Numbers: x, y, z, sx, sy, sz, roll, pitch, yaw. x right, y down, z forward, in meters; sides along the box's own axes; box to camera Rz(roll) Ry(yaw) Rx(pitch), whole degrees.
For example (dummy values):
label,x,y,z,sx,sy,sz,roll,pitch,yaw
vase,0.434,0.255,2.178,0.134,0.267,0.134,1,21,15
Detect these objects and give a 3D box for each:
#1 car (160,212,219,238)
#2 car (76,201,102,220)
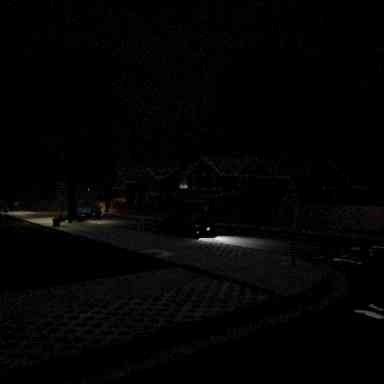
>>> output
label,x,y,z,sx,sy,sz,roll,pitch,yaw
car,-0.232,1.969,20.591,1.994,1.385,4.181,0,-1,-36
car,-11.797,2.010,36.810,2.150,2.045,5.566,0,-1,-35
